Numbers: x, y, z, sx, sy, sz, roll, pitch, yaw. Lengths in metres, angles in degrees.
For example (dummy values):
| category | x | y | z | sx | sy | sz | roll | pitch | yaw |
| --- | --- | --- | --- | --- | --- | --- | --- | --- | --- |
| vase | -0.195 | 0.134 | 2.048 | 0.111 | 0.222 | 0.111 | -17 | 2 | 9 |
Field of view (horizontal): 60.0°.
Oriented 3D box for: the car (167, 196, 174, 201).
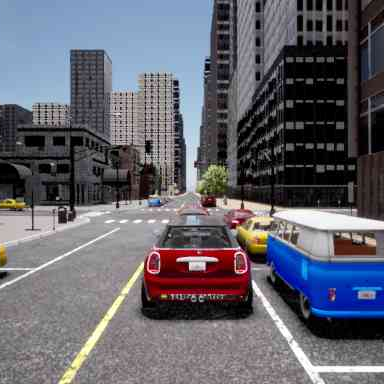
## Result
| category | x | y | z | sx | sy | sz | roll | pitch | yaw |
| --- | --- | --- | --- | --- | --- | --- | --- | --- | --- |
| car | -5.765 | 1.673 | 89.155 | 1.752 | 1.417 | 4.829 | 0 | 0 | 0 |

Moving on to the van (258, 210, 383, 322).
| category | x | y | z | sx | sy | sz | roll | pitch | yaw |
| --- | --- | --- | --- | --- | --- | --- | --- | --- | --- |
| van | 2.682 | 1.341 | 6.952 | 1.690 | 1.788 | 3.998 | 0 | 0 | 0 |

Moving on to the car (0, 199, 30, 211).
| category | x | y | z | sx | sy | sz | roll | pitch | yaw |
| --- | --- | --- | --- | --- | --- | --- | --- | --- | --- |
| car | -21.440 | 1.469 | 38.476 | 4.829 | 1.417 | 1.752 | 0 | 0 | 0 |

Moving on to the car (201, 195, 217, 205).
| category | x | y | z | sx | sy | sz | roll | pitch | yaw |
| --- | --- | --- | --- | --- | --- | --- | --- | --- | --- |
| car | 2.645 | 1.369 | 50.667 | 2.192 | 1.841 | 5.009 | 0 | 0 | 0 |

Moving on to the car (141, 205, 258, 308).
| category | x | y | z | sx | sy | sz | roll | pitch | yaw |
| --- | --- | --- | --- | --- | --- | --- | --- | --- | --- |
| car | 0.093 | 1.352 | 8.093 | 2.097 | 1.767 | 4.553 | 0 | 0 | 0 |

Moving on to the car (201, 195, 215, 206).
| category | x | y | z | sx | sy | sz | roll | pitch | yaw |
| --- | --- | --- | --- | --- | --- | --- | --- | --- | --- |
| car | 2.641 | 1.380 | 56.191 | 2.192 | 1.841 | 5.009 | 0 | 0 | 0 |

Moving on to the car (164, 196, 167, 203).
| category | x | y | z | sx | sy | sz | roll | pitch | yaw |
| --- | --- | --- | --- | --- | --- | --- | --- | --- | --- |
| car | -5.739 | 1.505 | 56.181 | 1.967 | 1.590 | 4.097 | 0 | 0 | 0 |

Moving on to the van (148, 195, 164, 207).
| category | x | y | z | sx | sy | sz | roll | pitch | yaw |
| --- | --- | --- | --- | --- | --- | --- | --- | --- | --- |
| van | -5.734 | 1.395 | 50.658 | 1.690 | 1.788 | 3.998 | 0 | 0 | 0 |

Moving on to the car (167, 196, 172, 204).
| category | x | y | z | sx | sy | sz | roll | pitch | yaw |
| --- | --- | --- | --- | --- | --- | --- | --- | --- | --- |
| car | -5.748 | 1.529 | 67.231 | 1.967 | 1.590 | 4.097 | 0 | 0 | 0 |

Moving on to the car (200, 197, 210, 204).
| category | x | y | z | sx | sy | sz | roll | pitch | yaw |
| --- | --- | --- | --- | --- | --- | --- | --- | --- | --- |
| car | 2.633 | 1.655 | 67.239 | 1.947 | 1.339 | 4.313 | 0 | 0 | 0 |

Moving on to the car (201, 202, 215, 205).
| category | x | y | z | sx | sy | sz | roll | pitch | yaw |
| --- | --- | --- | --- | --- | --- | --- | --- | --- | --- |
| car | 0.086 | 1.482 | 17.299 | 1.882 | 1.535 | 5.008 | 0 | 0 | 0 |

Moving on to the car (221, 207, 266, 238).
| category | x | y | z | sx | sy | sz | roll | pitch | yaw |
| --- | --- | --- | --- | --- | --- | --- | --- | --- | --- |
| car | 2.673 | 1.587 | 18.279 | 1.802 | 1.307 | 4.206 | 0 | 0 | 0 |

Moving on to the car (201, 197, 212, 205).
| category | x | y | z | sx | sy | sz | roll | pitch | yaw |
| --- | --- | --- | --- | --- | --- | --- | --- | --- | --- |
| car | 2.637 | 1.621 | 61.715 | 1.887 | 1.381 | 4.507 | 0 | 0 | 0 |

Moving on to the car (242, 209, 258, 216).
| category | x | y | z | sx | sy | sz | roll | pitch | yaw |
| --- | --- | --- | --- | --- | --- | --- | --- | --- | --- |
| car | 2.677 | 1.527 | 12.786 | 1.752 | 1.417 | 4.829 | 0 | 0 | 0 |

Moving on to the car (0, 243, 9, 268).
| category | x | y | z | sx | sy | sz | roll | pitch | yaw |
| --- | --- | --- | --- | --- | --- | --- | --- | --- | --- |
| car | -5.698 | 1.525 | 6.775 | 1.752 | 1.417 | 4.829 | 0 | 0 | 0 |
